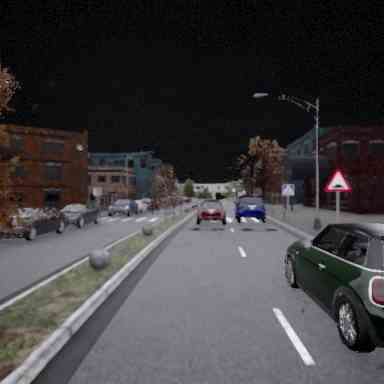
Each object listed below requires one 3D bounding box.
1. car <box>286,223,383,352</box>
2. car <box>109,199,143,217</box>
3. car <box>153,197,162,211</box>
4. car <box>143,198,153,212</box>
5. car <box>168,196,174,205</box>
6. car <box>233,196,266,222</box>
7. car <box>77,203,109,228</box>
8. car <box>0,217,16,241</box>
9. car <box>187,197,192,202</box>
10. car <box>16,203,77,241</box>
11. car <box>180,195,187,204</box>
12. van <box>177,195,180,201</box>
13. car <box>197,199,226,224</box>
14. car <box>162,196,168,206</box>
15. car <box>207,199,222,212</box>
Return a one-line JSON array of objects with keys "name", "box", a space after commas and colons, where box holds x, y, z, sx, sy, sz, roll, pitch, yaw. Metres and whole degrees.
[{"name": "car", "box": [3.287, 1.358, 6.324, 2.097, 1.767, 4.553, 0, 0, 2]}, {"name": "car", "box": [-6.743, 1.460, 33.098, 2.185, 1.767, 4.553, 0, 0, 4]}, {"name": "car", "box": [-5.867, 1.541, 44.233, 2.185, 1.767, 4.553, 0, 0, 4]}, {"name": "car", "box": [-6.312, 1.666, 38.573, 2.002, 1.452, 4.674, 0, 0, 4]}, {"name": "car", "box": [-4.572, 1.812, 60.718, 2.231, 1.521, 4.892, 0, -1, 5]}, {"name": "car", "box": [4.602, 1.303, 26.902, 2.150, 2.045, 5.566, 0, 0, 5]}, {"name": "car", "box": [-7.601, 1.510, 22.190, 2.231, 1.521, 4.892, 0, 0, 4]}, {"name": "car", "box": [-8.347, 1.516, 11.148, 2.002, 1.452, 4.674, 0, 0, 3]}, {"name": "car", "box": [-1.986, 2.245, 93.582, 2.163, 1.488, 4.792, 0, -1, 4]}, {"name": "car", "box": [-8.025, 1.484, 16.687, 2.231, 1.521, 4.892, 0, 0, 4]}, {"name": "car", "box": [-3.275, 1.747, 77.197, 2.435, 2.045, 5.566, 0, -1, 5]}, {"name": "van", "box": [-4.148, 1.640, 66.101, 1.878, 1.987, 4.442, 0, -1, 5]}, {"name": "car", "box": [1.497, 1.415, 25.391, 2.097, 1.767, 4.553, 0, 0, 4]}, {"name": "car", "box": [-5.434, 1.586, 49.737, 2.185, 1.767, 4.553, 0, 0, 4]}, {"name": "car", "box": [2.912, 1.698, 42.939, 1.837, 1.490, 4.892, 0, 0, 5]}]
